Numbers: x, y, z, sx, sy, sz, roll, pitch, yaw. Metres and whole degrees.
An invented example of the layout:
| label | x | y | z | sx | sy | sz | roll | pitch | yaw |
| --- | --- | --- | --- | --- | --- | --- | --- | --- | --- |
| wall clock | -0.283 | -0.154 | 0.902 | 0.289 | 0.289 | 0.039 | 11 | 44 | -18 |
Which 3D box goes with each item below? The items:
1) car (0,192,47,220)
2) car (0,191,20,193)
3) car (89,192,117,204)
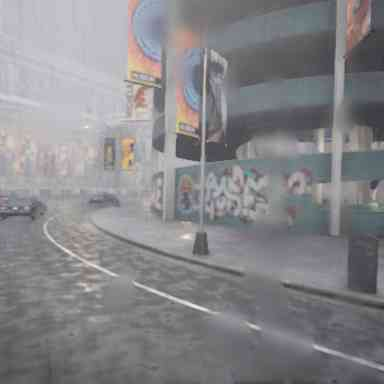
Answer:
| label | x | y | z | sx | sy | sz | roll | pitch | yaw |
| --- | --- | --- | --- | --- | --- | --- | --- | --- | --- |
| car | -10.719 | 0.937 | 21.392 | 2.033 | 1.411 | 5.357 | 1 | 1 | -15 |
| car | -15.080 | 0.666 | 27.975 | 2.128 | 1.511 | 4.902 | 1 | 1 | -4 |
| car | -10.321 | 0.676 | 39.355 | 1.994 | 1.385 | 4.181 | 2 | 1 | 15 |
